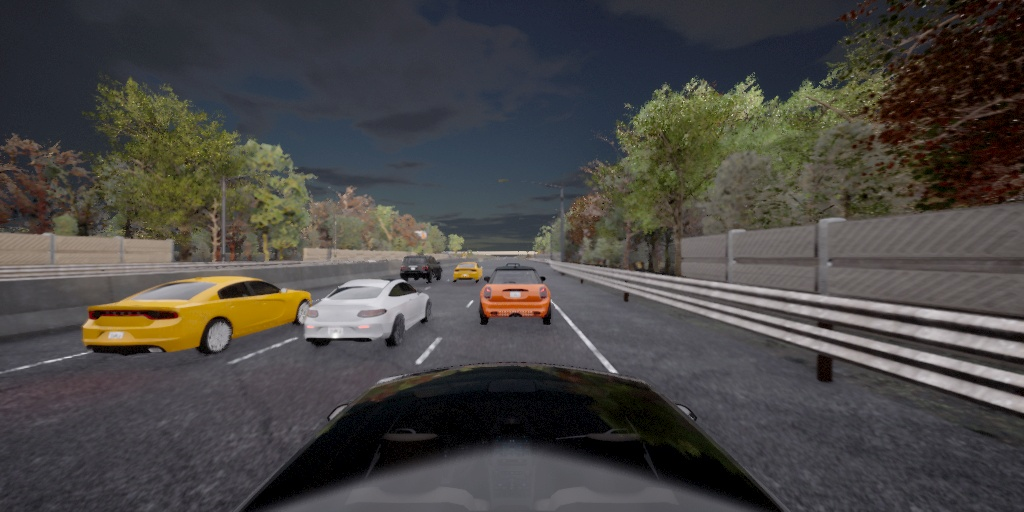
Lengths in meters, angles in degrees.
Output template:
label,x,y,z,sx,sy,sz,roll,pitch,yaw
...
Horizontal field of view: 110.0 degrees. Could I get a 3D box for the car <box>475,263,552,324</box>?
label,x,y,z,sx,sy,sz,roll,pitch,yaw
car,0.098,1.104,12.191,2.097,1.767,4.553,0,0,0

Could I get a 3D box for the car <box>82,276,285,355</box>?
label,x,y,z,sx,sy,sz,roll,pitch,yaw
car,-6.899,1.229,8.722,1.882,1.535,5.008,0,0,0

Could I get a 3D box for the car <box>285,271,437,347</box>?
label,x,y,z,sx,sy,sz,roll,pitch,yaw
car,-3.396,1.277,9.207,1.812,1.442,4.674,0,0,0

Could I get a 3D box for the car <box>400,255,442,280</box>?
label,x,y,z,sx,sy,sz,roll,pitch,yaw
car,-6.906,0.982,27.709,2.150,2.045,5.566,0,0,0

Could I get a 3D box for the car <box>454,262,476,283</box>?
label,x,y,z,sx,sy,sz,roll,pitch,yaw
car,-3.400,1.239,28.455,1.882,1.535,5.008,0,0,0
